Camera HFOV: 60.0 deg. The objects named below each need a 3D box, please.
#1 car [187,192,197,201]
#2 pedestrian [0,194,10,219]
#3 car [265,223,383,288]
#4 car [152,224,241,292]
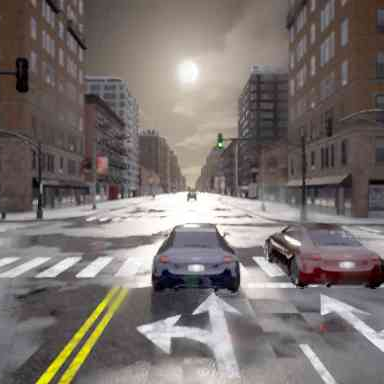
[{"bbox_3d":[-0.003,0.952,74.250,2.150,2.045,5.566,0,0,0],"label":"car"},{"bbox_3d":[-14.143,1.081,25.057,0.375,1.860,0.375,0,0,0],"label":"pedestrian"},{"bbox_3d":[3.345,1.532,9.167,1.994,1.385,4.181,0,0,0],"label":"car"},{"bbox_3d":[0.095,1.533,8.875,1.994,1.385,4.181,0,0,0],"label":"car"}]
